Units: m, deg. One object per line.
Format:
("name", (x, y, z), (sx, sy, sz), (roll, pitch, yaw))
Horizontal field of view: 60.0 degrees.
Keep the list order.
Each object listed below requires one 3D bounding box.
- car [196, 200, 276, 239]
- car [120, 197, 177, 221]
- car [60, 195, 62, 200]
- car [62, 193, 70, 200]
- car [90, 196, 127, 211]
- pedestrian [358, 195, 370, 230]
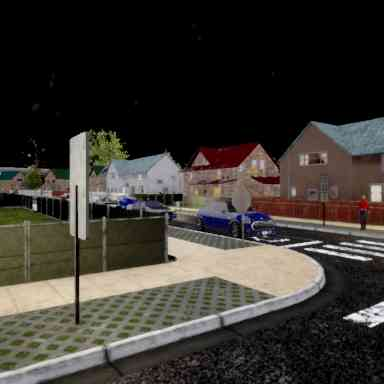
("car", (2.110, 1.237, 16.933), (2.097, 1.767, 4.553), (0, 1, -32))
("car", (-3.189, 1.335, 24.886), (2.033, 1.411, 5.357), (0, 1, -34))
("car", (-20.858, 0.881, 56.192), (1.882, 1.535, 5.008), (0, 1, -34))
("car", (-14.313, 1.143, 41.349), (1.994, 1.385, 4.181), (0, 1, -34))
("car", (-8.711, 1.176, 33.044), (2.128, 1.511, 4.902), (0, 1, -34))
("pedestrian", (8.954, 1.053, 17.423), (0.375, 1.860, 0.375), (1, 0, -34))
